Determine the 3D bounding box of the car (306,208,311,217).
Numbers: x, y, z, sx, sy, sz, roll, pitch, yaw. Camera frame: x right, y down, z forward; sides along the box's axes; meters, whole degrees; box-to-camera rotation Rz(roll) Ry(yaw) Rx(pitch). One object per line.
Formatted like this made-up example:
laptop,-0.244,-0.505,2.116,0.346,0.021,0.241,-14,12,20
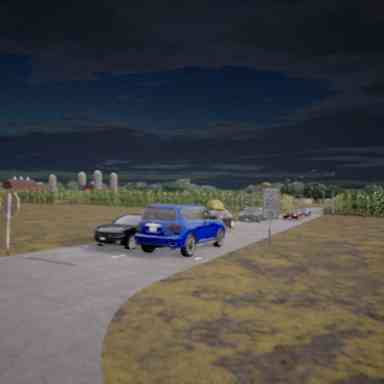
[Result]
car,17.127,3.082,51.088,2.033,1.411,5.357,1,-1,26

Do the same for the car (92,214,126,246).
car,-2.742,1.781,16.350,1.882,1.535,5.008,1,-1,25

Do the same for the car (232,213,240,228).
car,1.843,2.125,25.950,1.837,1.490,4.892,1,-1,26

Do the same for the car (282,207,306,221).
car,12.795,2.843,42.000,1.895,1.301,4.718,1,-1,26

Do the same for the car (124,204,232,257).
car,-0.309,1.572,14.921,2.150,2.045,5.566,1,-1,26

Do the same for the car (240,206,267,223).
car,6.564,2.292,35.715,2.097,1.767,4.553,1,-1,26
